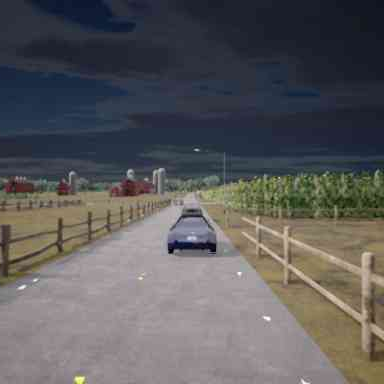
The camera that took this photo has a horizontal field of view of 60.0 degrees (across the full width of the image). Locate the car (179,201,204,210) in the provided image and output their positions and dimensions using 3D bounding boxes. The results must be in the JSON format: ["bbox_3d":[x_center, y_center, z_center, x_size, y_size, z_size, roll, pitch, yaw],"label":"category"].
[{"bbox_3d":[0.007,1.787,29.294,1.837,1.490,4.892,0,0,0],"label":"car"}]

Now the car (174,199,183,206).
[{"bbox_3d":[-2.746,2.185,70.762,2.128,1.511,4.902,0,-1,0],"label":"car"}]

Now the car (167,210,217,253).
[{"bbox_3d":[0.008,1.701,14.335,1.994,1.385,4.181,0,0,0],"label":"car"}]
